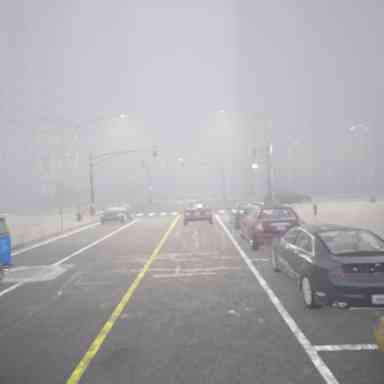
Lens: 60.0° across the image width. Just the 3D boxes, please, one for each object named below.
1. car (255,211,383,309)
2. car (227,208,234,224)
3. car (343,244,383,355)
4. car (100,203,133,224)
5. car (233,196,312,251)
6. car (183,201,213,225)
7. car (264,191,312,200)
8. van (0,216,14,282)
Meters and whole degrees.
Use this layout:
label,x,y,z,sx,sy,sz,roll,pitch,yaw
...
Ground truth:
label,x,y,z,sx,sy,sz,roll,pitch,yaw
car,2.855,1.344,7.164,2.008,1.369,4.403,-3,1,1
car,3.021,1.200,18.444,2.008,1.369,4.403,-3,1,1
car,2.773,1.387,1.694,1.752,1.417,4.829,-3,1,1
car,-5.413,1.481,24.212,2.008,1.369,4.403,-3,1,1
car,2.933,1.161,12.803,1.967,1.590,4.097,-3,1,1
car,0.394,1.266,21.723,2.033,1.411,5.357,-2,1,1
car,10.141,0.608,35.368,5.008,1.535,1.882,-3,0,-4
van,-5.671,1.488,7.290,1.690,1.788,3.998,-3,1,1
